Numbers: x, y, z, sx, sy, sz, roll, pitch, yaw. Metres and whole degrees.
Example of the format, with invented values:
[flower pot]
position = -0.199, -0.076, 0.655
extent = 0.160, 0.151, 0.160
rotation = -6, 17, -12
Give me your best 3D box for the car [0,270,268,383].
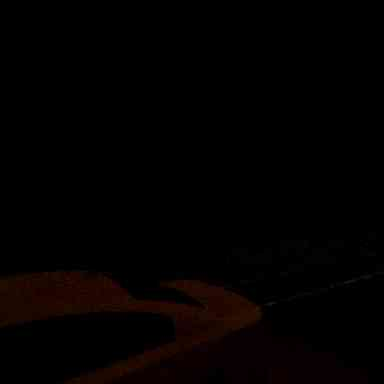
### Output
[car]
position = -1.592, 1.478, 2.549
extent = 5.008, 1.535, 1.882
rotation = 0, 0, -35
